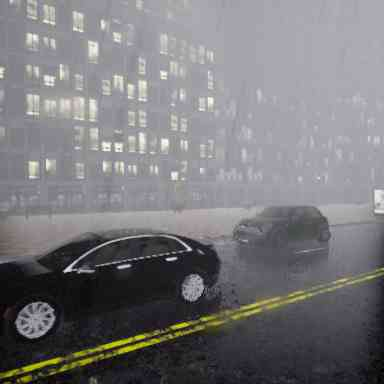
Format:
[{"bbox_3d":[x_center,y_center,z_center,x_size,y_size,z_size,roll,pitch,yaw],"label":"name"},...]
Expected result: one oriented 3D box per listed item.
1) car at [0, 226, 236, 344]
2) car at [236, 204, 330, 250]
[{"bbox_3d":[-1.638,1.504,6.510,4.892,1.490,1.837,0,0,-36],"label":"car"},{"bbox_3d":[3.948,1.350,14.488,4.553,1.767,2.097,0,0,-36],"label":"car"}]
